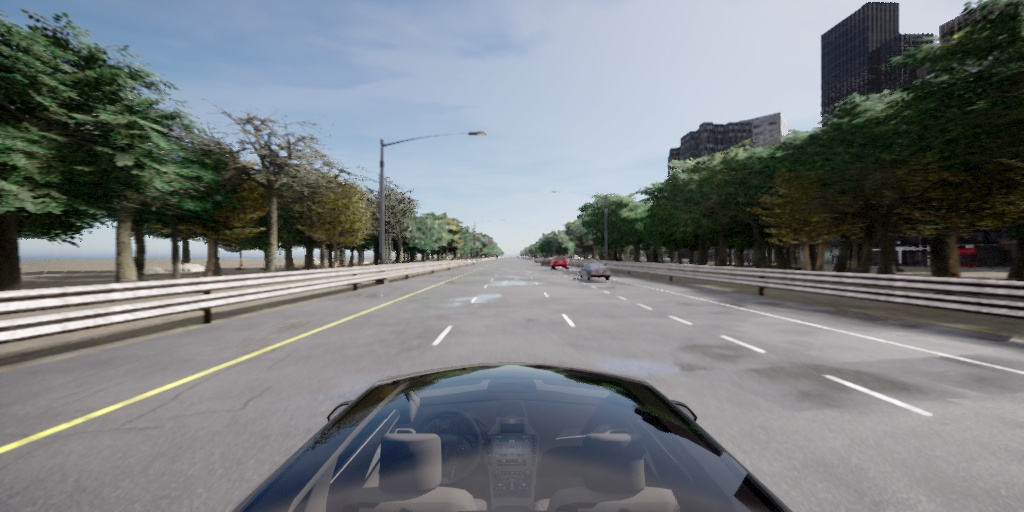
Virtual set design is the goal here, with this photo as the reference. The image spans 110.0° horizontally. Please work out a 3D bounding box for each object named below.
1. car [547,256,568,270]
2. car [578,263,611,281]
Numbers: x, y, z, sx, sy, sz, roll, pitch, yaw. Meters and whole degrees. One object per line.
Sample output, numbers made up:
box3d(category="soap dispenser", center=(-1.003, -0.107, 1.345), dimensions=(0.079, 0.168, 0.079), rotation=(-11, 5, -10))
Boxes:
box3d(category="car", center=(7.131, 1.014, 54.860), dimensions=(2.150, 2.045, 5.566), rotation=(0, 0, 0))
box3d(category="car", center=(7.040, 1.319, 30.882), dimensions=(2.033, 1.411, 5.357), rotation=(0, 0, 0))
